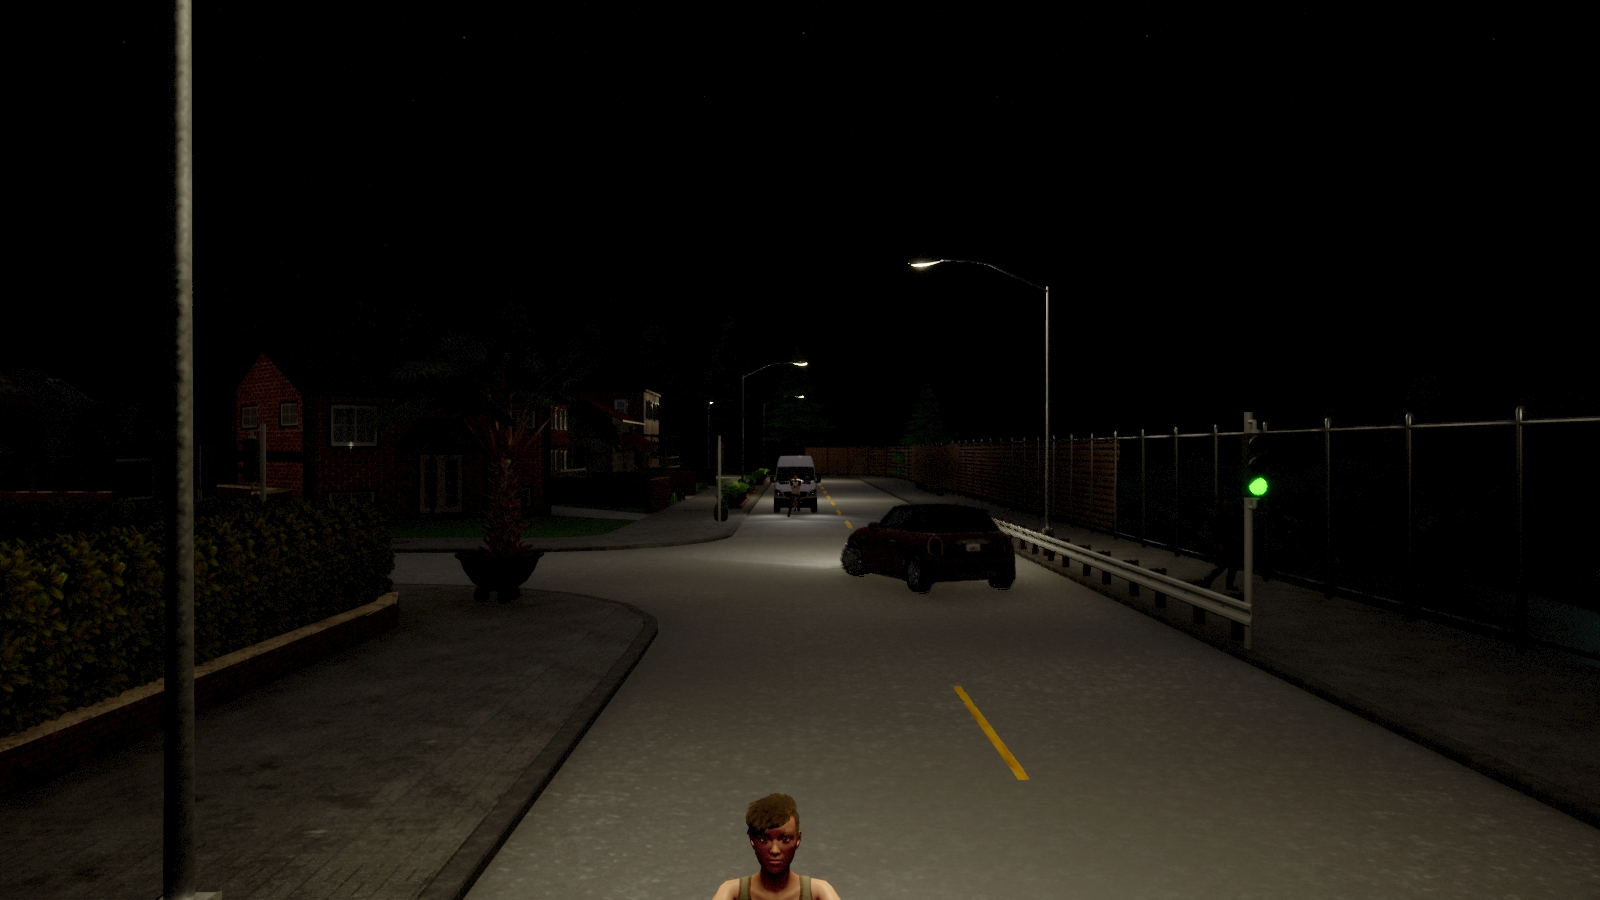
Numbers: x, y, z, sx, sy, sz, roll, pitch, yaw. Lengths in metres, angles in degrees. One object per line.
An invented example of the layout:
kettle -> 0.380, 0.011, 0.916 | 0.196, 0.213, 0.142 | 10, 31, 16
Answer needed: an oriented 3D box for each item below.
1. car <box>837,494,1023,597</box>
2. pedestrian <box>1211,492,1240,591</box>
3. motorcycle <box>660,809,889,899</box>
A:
car -> 2.612, 1.915, 24.231 | 2.097, 1.767, 4.553 | 0, 0, -20
pedestrian -> 8.164, 1.753, 21.931 | 0.375, 1.860, 0.375 | 0, 0, -34
motorcycle -> -0.084, 2.157, 3.590 | 0.764, 1.307, 2.356 | 0, 0, -1
